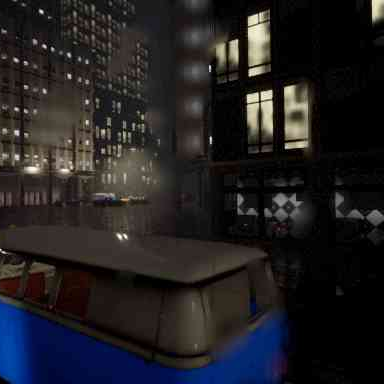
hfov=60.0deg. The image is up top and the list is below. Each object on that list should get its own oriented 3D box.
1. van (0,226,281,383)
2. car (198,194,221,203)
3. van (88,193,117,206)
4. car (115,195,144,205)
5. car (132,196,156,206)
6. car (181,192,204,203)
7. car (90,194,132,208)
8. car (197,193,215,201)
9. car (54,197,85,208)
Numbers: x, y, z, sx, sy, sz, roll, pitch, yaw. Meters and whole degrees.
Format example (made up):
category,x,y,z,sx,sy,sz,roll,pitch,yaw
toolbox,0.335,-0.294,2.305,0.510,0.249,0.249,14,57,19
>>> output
category,x,y,z,sx,sy,sz,roll,pitch,yaw
van,-1.051,1.342,3.640,3.998,1.788,1.690,0,-1,36
car,3.238,1.101,59.230,2.008,1.369,4.403,0,0,36
van,-13.539,1.136,50.500,1.690,1.788,3.998,0,0,36
car,-10.306,1.278,54.914,1.752,1.417,4.829,0,0,36
car,-6.753,1.230,45.582,2.008,1.369,4.403,0,0,36
car,-0.094,0.909,54.680,2.192,1.841,5.009,0,0,36
car,-10.083,1.267,41.033,1.887,1.381,4.507,0,0,36
car,3.121,1.016,73.256,1.967,1.590,4.097,0,0,36
car,-16.868,1.403,45.949,1.947,1.339,4.313,0,0,36
